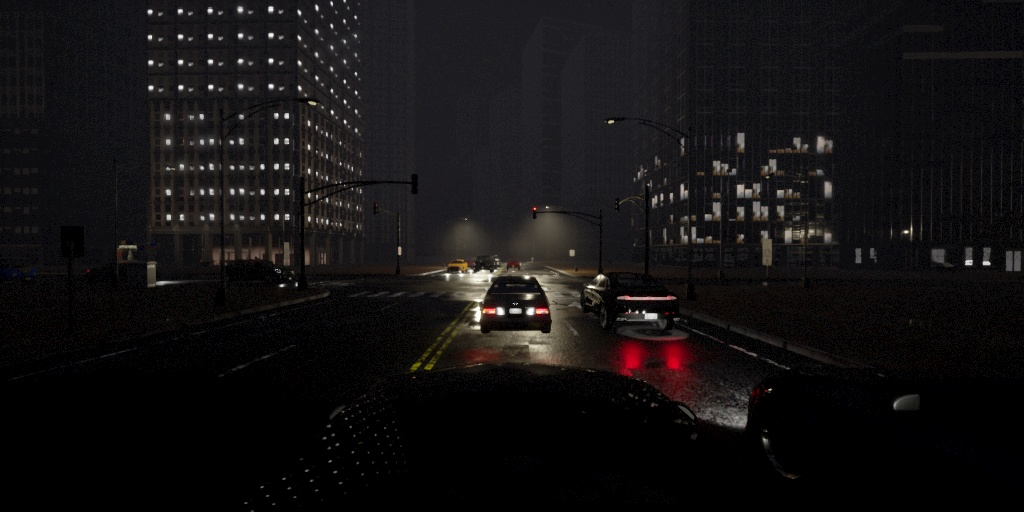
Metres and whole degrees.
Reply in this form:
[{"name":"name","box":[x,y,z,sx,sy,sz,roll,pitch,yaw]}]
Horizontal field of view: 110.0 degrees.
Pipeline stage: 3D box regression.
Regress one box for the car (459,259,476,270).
[{"name":"car","box":[-6.511,1.223,52.593,1.812,1.442,4.674,0,0,0]}]

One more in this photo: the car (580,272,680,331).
[{"name":"car","box":[3.361,1.238,11.056,2.128,1.511,4.902,0,0,0]}]

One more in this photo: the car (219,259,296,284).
[{"name":"car","box":[-18.173,1.023,25.800,4.553,1.767,2.097,0,0,1]}]

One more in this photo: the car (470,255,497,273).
[{"name":"car","box":[-3.280,0.937,42.856,2.150,2.045,5.566,0,0,0]}]

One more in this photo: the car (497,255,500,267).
[{"name":"car","box":[-3.262,1.048,52.810,2.097,1.767,4.553,0,0,0]}]

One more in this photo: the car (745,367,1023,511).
[{"name":"car","box":[3.353,1.314,1.900,1.994,1.385,4.181,0,0,0]}]

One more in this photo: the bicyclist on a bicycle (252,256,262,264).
[{"name":"bicyclist on a bicycle","box":[-24.650,0.867,34.688,0.582,1.620,1.656,0,1,2]}]

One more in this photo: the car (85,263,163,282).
[{"name":"car","box":[-28.115,1.188,26.049,4.181,1.385,1.994,0,0,2]}]

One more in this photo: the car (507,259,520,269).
[{"name":"car","box":[0.193,1.222,52.765,1.812,1.442,4.674,0,0,0]}]

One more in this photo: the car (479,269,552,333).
[{"name":"car","box":[0.113,1.294,10.645,2.033,1.411,5.357,0,0,1]}]

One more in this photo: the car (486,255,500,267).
[{"name":"car","box":[-3.236,0.896,63.038,2.150,2.045,5.566,0,0,0]}]

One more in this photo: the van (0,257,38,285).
[{"name":"van","box":[-33.899,0.959,23.614,3.998,1.789,1.690,0,0,2]}]

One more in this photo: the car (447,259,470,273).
[{"name":"car","box":[-6.529,1.193,43.182,1.882,1.535,5.008,0,0,0]}]
